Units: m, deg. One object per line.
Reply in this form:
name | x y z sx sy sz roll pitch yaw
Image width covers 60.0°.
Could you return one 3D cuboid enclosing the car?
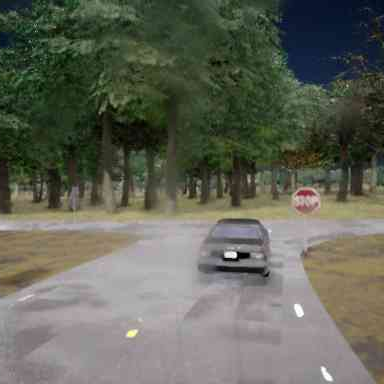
car | 1.437 1.507 10.238 2.033 1.411 5.357 0 0 12
